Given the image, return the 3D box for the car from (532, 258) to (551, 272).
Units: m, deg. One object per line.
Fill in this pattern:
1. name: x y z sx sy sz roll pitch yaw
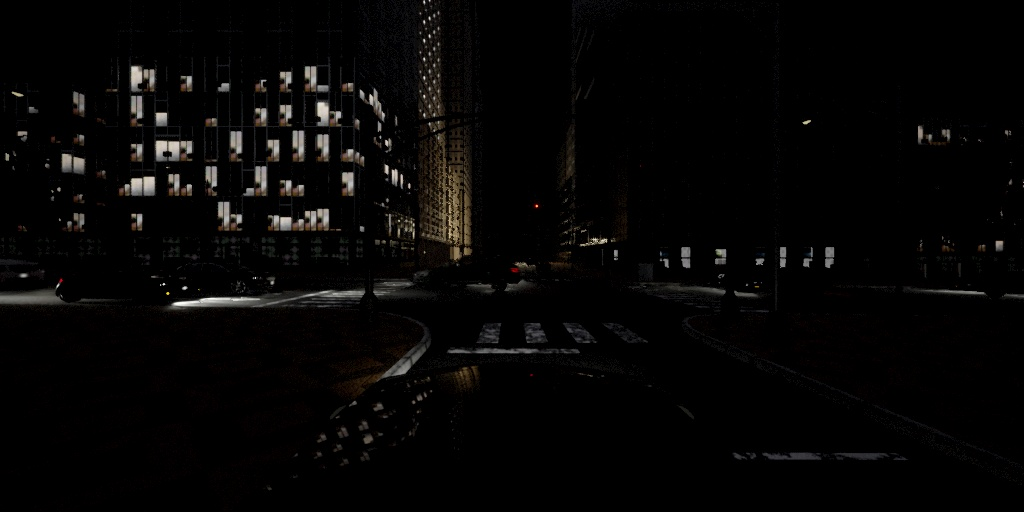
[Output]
1. car: 4.082 1.329 46.701 1.948 1.339 4.313 0 0 0

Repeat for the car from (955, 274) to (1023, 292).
1. car: 35.444 1.973 26.335 4.181 1.385 1.994 1 0 -2

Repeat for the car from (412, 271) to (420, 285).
1. car: -4.435 1.282 24.628 4.674 1.442 1.812 1 0 -2

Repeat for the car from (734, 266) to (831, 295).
1. car: 16.972 1.584 22.296 4.892 1.490 1.837 1 0 -2

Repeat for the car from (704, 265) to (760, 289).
1. car: 16.208 1.417 25.516 4.553 1.767 2.097 1 0 -2

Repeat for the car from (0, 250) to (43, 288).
1. car: -26.021 0.515 17.004 5.566 2.045 2.150 1 0 -2

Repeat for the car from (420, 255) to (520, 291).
1. car: -2.317 0.972 21.468 5.566 2.045 2.150 1 0 -3

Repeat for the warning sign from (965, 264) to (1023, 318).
1. warning sign: 17.313 1.204 12.853 1.060 1.860 1.300 0 0 -2

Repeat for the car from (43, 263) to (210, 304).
1. car: -15.036 1.063 14.217 4.181 1.385 1.994 1 0 -2

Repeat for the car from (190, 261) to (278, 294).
1. car: -14.236 1.004 17.513 4.902 1.511 2.128 1 0 -3
